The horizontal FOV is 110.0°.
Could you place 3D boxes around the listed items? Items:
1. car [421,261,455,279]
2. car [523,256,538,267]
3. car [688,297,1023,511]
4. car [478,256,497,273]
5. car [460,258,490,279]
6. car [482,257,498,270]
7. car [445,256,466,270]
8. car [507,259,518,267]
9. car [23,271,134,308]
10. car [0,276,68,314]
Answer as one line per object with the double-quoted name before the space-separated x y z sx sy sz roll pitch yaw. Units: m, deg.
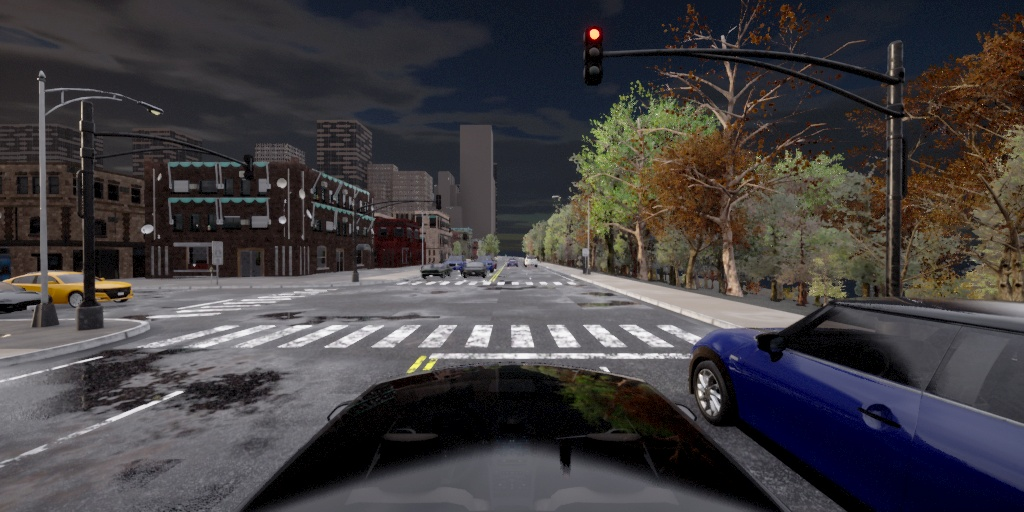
"car" -6.644 1.342 31.871 1.895 1.301 4.718 0 0 2
"car" 3.355 0.948 63.657 2.150 2.045 5.566 0 0 0
"car" 3.351 1.102 2.850 2.097 1.767 4.553 0 0 0
"car" -3.339 0.957 44.000 2.150 2.045 5.566 0 0 0
"car" -3.338 1.218 32.963 1.882 1.535 5.008 0 0 -1
"car" -3.329 1.083 54.267 2.097 1.767 4.553 0 0 0
"car" -6.580 0.958 42.472 2.150 2.045 5.566 0 0 0
"car" 0.102 1.252 64.506 1.812 1.442 4.674 0 0 0
"car" -20.009 1.450 16.003 5.008 1.535 1.882 -1 1 -1
"car" -19.946 1.565 13.307 4.313 1.339 1.948 0 0 0
